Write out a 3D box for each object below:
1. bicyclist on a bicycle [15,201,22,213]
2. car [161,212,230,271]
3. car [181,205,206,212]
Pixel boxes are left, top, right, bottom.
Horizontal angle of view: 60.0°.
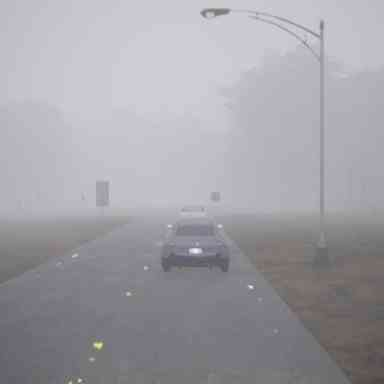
[{"bbox_3d":[-22.627,1.967,43.416,0.582,1.620,1.656,-1,0,0],"label":"bicyclist on a bicycle"},{"bbox_3d":[0.095,1.565,10.968,1.994,1.385,4.181,0,0,0],"label":"car"},{"bbox_3d":[0.112,1.644,24.586,1.895,1.301,4.718,0,0,1],"label":"car"}]
